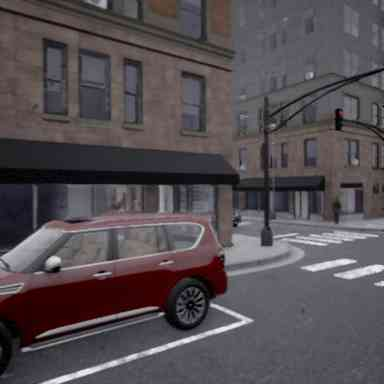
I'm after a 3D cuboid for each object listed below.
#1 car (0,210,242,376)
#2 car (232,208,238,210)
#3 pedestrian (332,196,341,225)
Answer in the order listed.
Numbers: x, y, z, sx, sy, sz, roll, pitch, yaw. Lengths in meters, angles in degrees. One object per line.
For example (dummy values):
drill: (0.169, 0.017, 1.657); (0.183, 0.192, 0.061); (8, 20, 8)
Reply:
car: (-1.660, 1.318, 5.362); (5.009, 1.841, 2.192); (0, -1, -35)
car: (0.931, 1.359, 22.853); (2.150, 2.045, 5.566); (-1, 0, -36)
pedestrian: (9.432, 1.186, 21.710); (0.375, 1.860, 0.375); (-1, 1, -36)
